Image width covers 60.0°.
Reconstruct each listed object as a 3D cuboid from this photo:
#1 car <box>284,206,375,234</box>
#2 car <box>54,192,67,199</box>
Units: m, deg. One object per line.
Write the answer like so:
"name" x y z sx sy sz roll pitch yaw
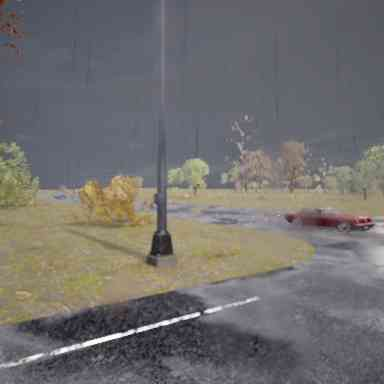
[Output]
"car" 7.710 1.515 18.983 1.895 1.301 4.718 -1 1 -35
"car" -27.669 0.713 69.946 2.033 1.411 5.357 -1 1 -31
